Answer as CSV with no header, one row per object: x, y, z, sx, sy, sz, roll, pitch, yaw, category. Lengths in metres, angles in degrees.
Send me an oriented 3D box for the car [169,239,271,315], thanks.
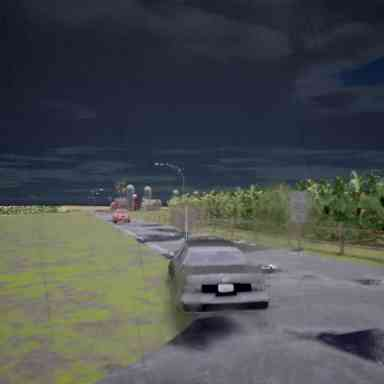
0.448,1.927,8.617,2.033,1.411,5.357,-1,-3,-4,car

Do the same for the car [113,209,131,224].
-10.625,3.634,50.091,2.150,2.045,5.566,0,-3,-18,car
